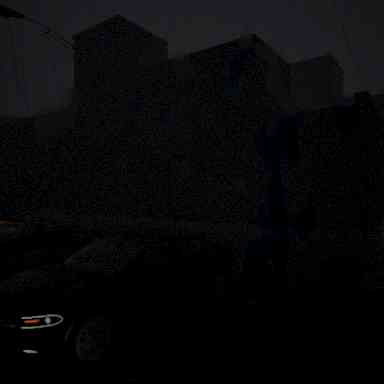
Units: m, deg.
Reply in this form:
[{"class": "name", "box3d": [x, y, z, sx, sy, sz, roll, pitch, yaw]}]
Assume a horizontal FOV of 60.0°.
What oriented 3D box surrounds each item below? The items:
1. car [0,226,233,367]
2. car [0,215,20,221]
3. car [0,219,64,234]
[{"class": "car", "box3d": [-1.059, 1.469, 6.126, 2.097, 1.535, 5.008, 0, 0, 36]}, {"class": "car", "box3d": [-5.367, 1.453, 9.442, 1.946, 1.575, 5.366, 0, 0, 36]}, {"class": "car", "box3d": [-3.202, 1.492, 7.694, 2.163, 1.488, 4.792, 0, 0, 36]}]
